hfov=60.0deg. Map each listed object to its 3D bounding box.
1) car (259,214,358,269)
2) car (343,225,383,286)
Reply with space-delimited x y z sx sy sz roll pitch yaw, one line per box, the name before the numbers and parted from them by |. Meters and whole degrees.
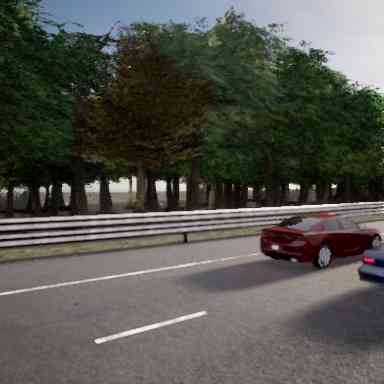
car | 4.468 1.467 11.235 5.008 1.535 1.882 0 0 -36
car | 6.207 1.538 8.177 5.357 1.411 2.033 0 0 -36
